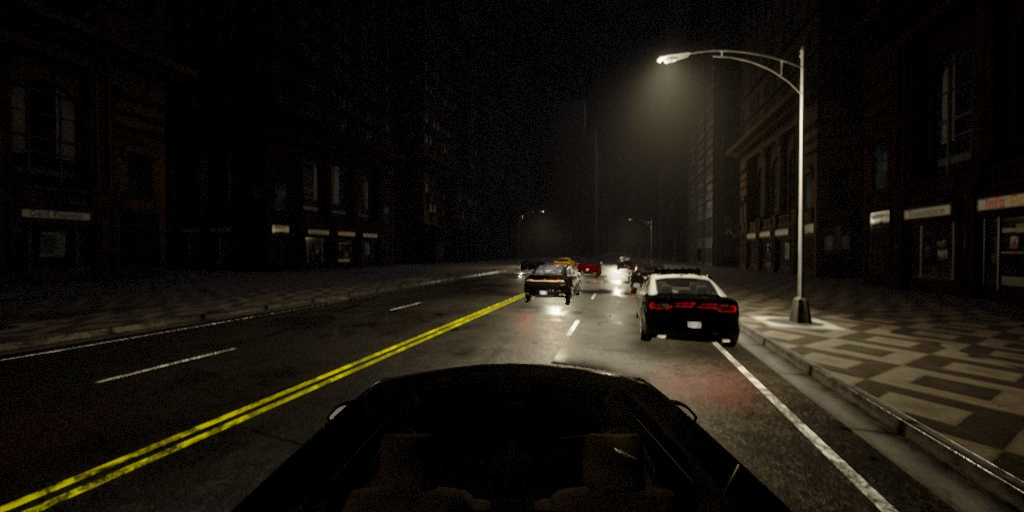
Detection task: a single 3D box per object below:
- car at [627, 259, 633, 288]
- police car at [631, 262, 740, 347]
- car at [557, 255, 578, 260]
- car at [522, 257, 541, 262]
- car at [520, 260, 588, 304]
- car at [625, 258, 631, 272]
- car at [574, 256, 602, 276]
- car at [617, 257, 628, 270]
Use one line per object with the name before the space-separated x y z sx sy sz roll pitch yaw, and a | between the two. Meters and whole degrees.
car | 7.201 1.124 18.912 1.837 1.490 4.892 0 0 17
police car | 4.308 1.117 9.455 1.930 1.638 5.238 0 1 17
car | 5.889 0.923 40.504 1.882 1.535 5.008 0 0 17
car | 2.300 0.919 39.886 1.882 1.535 5.008 0 0 17
car | 1.892 1.126 15.660 2.128 1.511 4.902 0 0 17
car | 8.957 1.102 24.650 1.812 1.442 4.674 0 0 17
car | 7.170 0.984 32.905 1.882 1.535 5.008 0 0 17
car | 13.989 0.927 44.324 2.128 1.511 4.902 0 0 18
